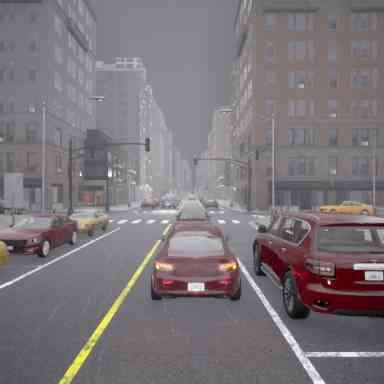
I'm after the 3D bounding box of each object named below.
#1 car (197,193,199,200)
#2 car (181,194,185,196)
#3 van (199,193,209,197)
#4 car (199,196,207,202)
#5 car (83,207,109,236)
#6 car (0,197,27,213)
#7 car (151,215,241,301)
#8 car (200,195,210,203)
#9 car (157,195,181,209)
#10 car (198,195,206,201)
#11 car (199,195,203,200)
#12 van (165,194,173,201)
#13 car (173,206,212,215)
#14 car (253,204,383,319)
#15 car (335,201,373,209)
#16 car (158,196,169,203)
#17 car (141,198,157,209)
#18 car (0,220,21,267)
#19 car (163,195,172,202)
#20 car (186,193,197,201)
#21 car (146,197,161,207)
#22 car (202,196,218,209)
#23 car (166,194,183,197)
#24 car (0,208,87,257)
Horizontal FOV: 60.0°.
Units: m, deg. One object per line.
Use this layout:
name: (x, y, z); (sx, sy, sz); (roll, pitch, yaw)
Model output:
car: (2.666, 1.335, 68.241); (2.192, 1.841, 5.009); (1, 0, 0)
car: (-3.043, 1.566, 65.744); (2.033, 1.411, 5.357); (0, 0, 1)
van: (2.667, 1.358, 62.568); (1.690, 1.788, 3.998); (1, 0, 0)
car: (2.661, 1.608, 79.588); (1.802, 1.307, 4.206); (1, 0, 0)
car: (-5.852, 1.529, 18.365); (1.752, 1.417, 4.829); (1, 0, 0)
car: (-17.266, 1.198, 29.723); (4.553, 1.767, 2.097); (1, -1, 0)
car: (0.084, 1.528, 8.235); (1.812, 1.442, 4.674); (0, 0, 0)
car: (2.666, 1.595, 51.221); (1.802, 1.307, 4.206); (1, 0, 0)
car: (-3.092, 1.502, 45.464); (2.128, 1.511, 4.902); (0, 0, 1)
car: (2.659, 1.600, 90.934); (1.947, 1.339, 4.313); (1, 0, 0)
car: (2.665, 1.597, 56.894); (1.802, 1.307, 4.206); (1, 0, 0)
van: (-5.863, 1.371, 85.265); (1.690, 1.788, 3.998); (1, 0, 0)
car: (0.060, 1.605, 17.413); (1.895, 1.301, 4.718); (0, 0, 0)
car: (2.678, 1.317, 7.279); (2.192, 1.841, 5.009); (1, 0, 0)
car: (15.118, 1.642, 32.745); (5.008, 1.535, 1.882); (0, -1, 1)
car: (-5.862, 1.602, 68.247); (1.802, 1.307, 4.206); (1, 0, 0)
car: (-5.858, 1.555, 45.555); (1.887, 1.381, 4.507); (1, 0, 0)
car: (-5.850, 1.527, 7.116); (1.752, 1.417, 4.829); (1, 0, 0)
car: (-5.863, 1.466, 79.592); (1.967, 1.590, 4.097); (1, 0, 0)
car: (-0.015, 1.570, 85.281); (2.033, 1.411, 5.357); (0, 0, 0)
car: (-5.859, 1.557, 51.228); (1.887, 1.381, 4.507); (1, 0, 0)
car: (2.668, 1.593, 45.548); (1.802, 1.307, 4.206); (1, 0, 0)
car: (-3.098, 1.562, 55.315); (2.033, 1.411, 5.357); (0, 0, 0)
car: (-5.851, 1.547, 12.911); (1.887, 1.381, 4.507); (1, 0, 0)
